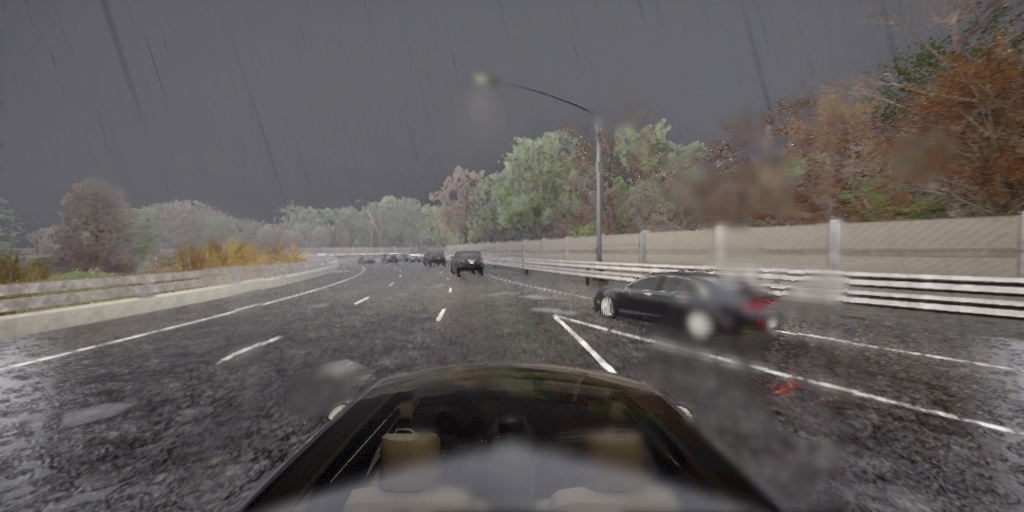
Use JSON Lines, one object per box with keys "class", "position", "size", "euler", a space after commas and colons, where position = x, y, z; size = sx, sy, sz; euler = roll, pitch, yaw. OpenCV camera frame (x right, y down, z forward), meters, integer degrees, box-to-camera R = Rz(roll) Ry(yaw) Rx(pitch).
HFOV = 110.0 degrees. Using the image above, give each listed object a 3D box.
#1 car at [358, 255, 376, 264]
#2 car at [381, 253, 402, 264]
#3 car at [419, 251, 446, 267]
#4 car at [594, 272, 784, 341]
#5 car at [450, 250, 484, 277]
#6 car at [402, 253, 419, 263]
{"class": "car", "position": [-23.065, 0.574, 56.969], "size": [2.033, 1.411, 5.357], "euler": [-1, 1, -34]}
{"class": "car", "position": [-20.098, 0.492, 58.824], "size": [1.837, 1.490, 4.892], "euler": [-1, 1, -34]}
{"class": "car", "position": [-10.492, 0.318, 48.163], "size": [2.150, 2.045, 5.566], "euler": [0, 1, -25]}
{"class": "car", "position": [4.285, 1.166, 9.624], "size": [1.837, 1.490, 4.892], "euler": [-2, 1, -29]}
{"class": "car", "position": [-3.797, 0.562, 29.787], "size": [2.150, 2.045, 5.566], "euler": [0, 1, -16]}
{"class": "car", "position": [-16.821, 0.551, 60.295], "size": [1.895, 1.301, 4.718], "euler": [-1, 1, -34]}
